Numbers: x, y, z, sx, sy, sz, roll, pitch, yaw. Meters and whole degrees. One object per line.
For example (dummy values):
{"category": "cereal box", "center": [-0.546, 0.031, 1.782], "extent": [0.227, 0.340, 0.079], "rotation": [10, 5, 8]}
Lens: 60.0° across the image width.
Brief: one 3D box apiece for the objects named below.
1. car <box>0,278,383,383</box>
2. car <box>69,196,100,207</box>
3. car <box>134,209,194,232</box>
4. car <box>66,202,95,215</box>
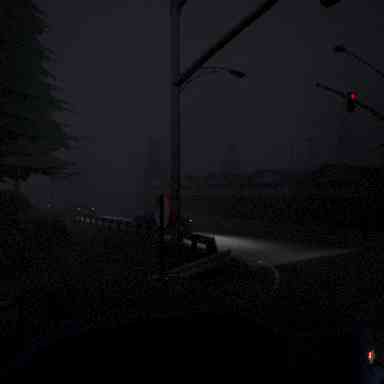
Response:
{"category": "car", "center": [-0.812, 1.546, 2.692], "extent": [5.357, 1.411, 2.033], "rotation": [0, 0, -27]}
{"category": "car", "center": [-16.262, 1.352, 50.641], "extent": [2.128, 1.511, 4.902], "rotation": [0, 0, 18]}
{"category": "car", "center": [-1.889, 1.790, 21.333], "extent": [1.895, 1.301, 4.718], "rotation": [0, 0, -35]}
{"category": "car", "center": [-12.073, 1.790, 35.916], "extent": [1.895, 1.301, 4.718], "rotation": [0, 0, -35]}
